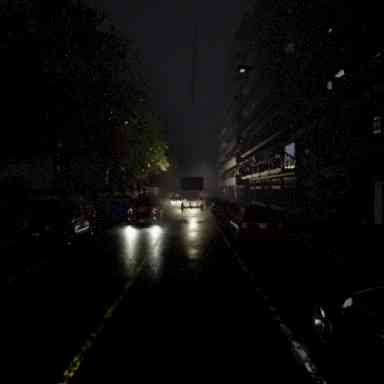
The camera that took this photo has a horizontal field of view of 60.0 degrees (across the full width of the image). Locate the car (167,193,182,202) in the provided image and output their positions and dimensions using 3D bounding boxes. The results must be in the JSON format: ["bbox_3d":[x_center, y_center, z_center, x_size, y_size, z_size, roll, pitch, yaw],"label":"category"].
[{"bbox_3d":[-3.012,1.036,63.949,2.128,1.511,4.902,0,0,1],"label":"car"}]

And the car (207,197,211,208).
[{"bbox_3d":[2.696,1.343,31.435,1.802,1.307,4.206,0,0,0],"label":"car"}]

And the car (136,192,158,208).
[{"bbox_3d":[-5.682,0.998,42.697,2.192,1.841,5.009,0,0,0],"label":"car"}]

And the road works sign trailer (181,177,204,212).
[{"bbox_3d":[0.007,0.204,34.449,2.380,3.560,2.880,0,0,0],"label":"road works sign trailer"}]

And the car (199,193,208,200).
[{"bbox_3d":[2.705,1.007,76.477,1.887,1.381,4.507,0,0,0],"label":"car"}]

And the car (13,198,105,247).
[{"bbox_3d":[-5.687,1.200,14.544,2.192,1.841,5.009,0,0,0],"label":"car"}]

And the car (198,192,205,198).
[{"bbox_3d":[2.709,0.801,93.366,1.967,1.590,4.097,0,0,0],"label":"car"}]

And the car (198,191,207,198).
[{"bbox_3d":[2.707,0.709,87.735,2.192,1.841,5.009,0,0,0],"label":"car"}]

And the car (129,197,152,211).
[{"bbox_3d":[-5.683,1.267,37.066,1.887,1.381,4.507,0,0,0],"label":"car"}]

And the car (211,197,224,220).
[{"bbox_3d":[2.695,1.326,25.974,1.752,1.417,4.829,0,0,0],"label":"car"}]

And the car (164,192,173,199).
[{"bbox_3d":[-5.674,0.868,82.106,1.967,1.590,4.097,0,0,0],"label":"car"}]

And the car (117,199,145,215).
[{"bbox_3d":[-5.684,1.344,31.436,1.802,1.307,4.206,0,0,0],"label":"car"}]

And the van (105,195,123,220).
[{"bbox_3d":[-5.685,1.143,25.804,1.690,1.788,3.998,0,0,0],"label":"van"}]

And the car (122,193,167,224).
[{"bbox_3d":[-3.094,1.176,22.743,2.097,1.767,4.553,0,0,0],"label":"car"}]

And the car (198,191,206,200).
[{"bbox_3d":[2.705,1.041,70.846,1.887,1.381,4.507,0,0,0],"label":"car"}]

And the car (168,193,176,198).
[{"bbox_3d":[-5.671,0.911,93.368,2.008,1.369,4.403,0,0,0],"label":"car"}]

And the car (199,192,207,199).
[{"bbox_3d":[2.707,0.868,82.105,1.967,1.590,4.097,0,0,0],"label":"car"}]

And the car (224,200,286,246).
[{"bbox_3d":[2.693,1.325,14.543,1.967,1.590,4.097,0,0,0],"label":"car"}]

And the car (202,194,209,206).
[{"bbox_3d":[2.698,1.248,42.697,1.947,1.339,4.313,0,0,0],"label":"car"}]

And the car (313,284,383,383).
[{"bbox_3d":[2.690,1.538,3.285,1.947,1.339,4.313,0,0,0],"label":"car"}]
